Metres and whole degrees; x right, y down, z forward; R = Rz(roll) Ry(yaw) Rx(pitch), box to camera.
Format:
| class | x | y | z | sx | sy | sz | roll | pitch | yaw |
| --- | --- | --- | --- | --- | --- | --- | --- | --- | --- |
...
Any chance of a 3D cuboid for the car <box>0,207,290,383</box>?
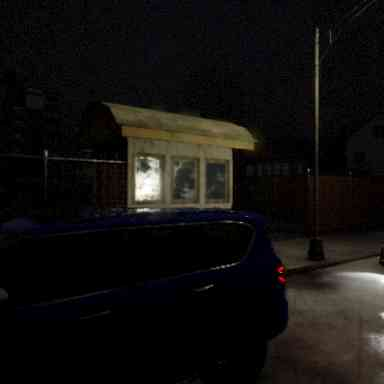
| class | x | y | z | sx | sy | sz | roll | pitch | yaw |
| --- | --- | --- | --- | --- | --- | --- | --- | --- | --- |
| car | -1.316 | 1.228 | 3.659 | 5.566 | 2.045 | 2.150 | 1 | 0 | -35 |

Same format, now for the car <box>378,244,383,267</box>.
| class | x | y | z | sx | sy | sz | roll | pitch | yaw |
| --- | --- | --- | --- | --- | --- | --- | --- | --- | --- |
| car | 7.390 | 1.592 | 9.865 | 4.181 | 1.385 | 1.994 | 0 | 0 | -35 |
